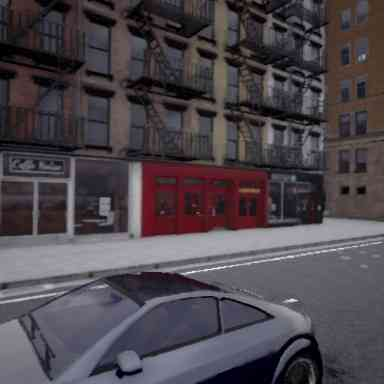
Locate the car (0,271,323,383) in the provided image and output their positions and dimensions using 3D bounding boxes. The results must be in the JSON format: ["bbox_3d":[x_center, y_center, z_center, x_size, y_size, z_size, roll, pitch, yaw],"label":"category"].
[{"bbox_3d":[-0.616,1.578,3.248,4.181,1.385,1.994,1,0,-36],"label":"car"}]
